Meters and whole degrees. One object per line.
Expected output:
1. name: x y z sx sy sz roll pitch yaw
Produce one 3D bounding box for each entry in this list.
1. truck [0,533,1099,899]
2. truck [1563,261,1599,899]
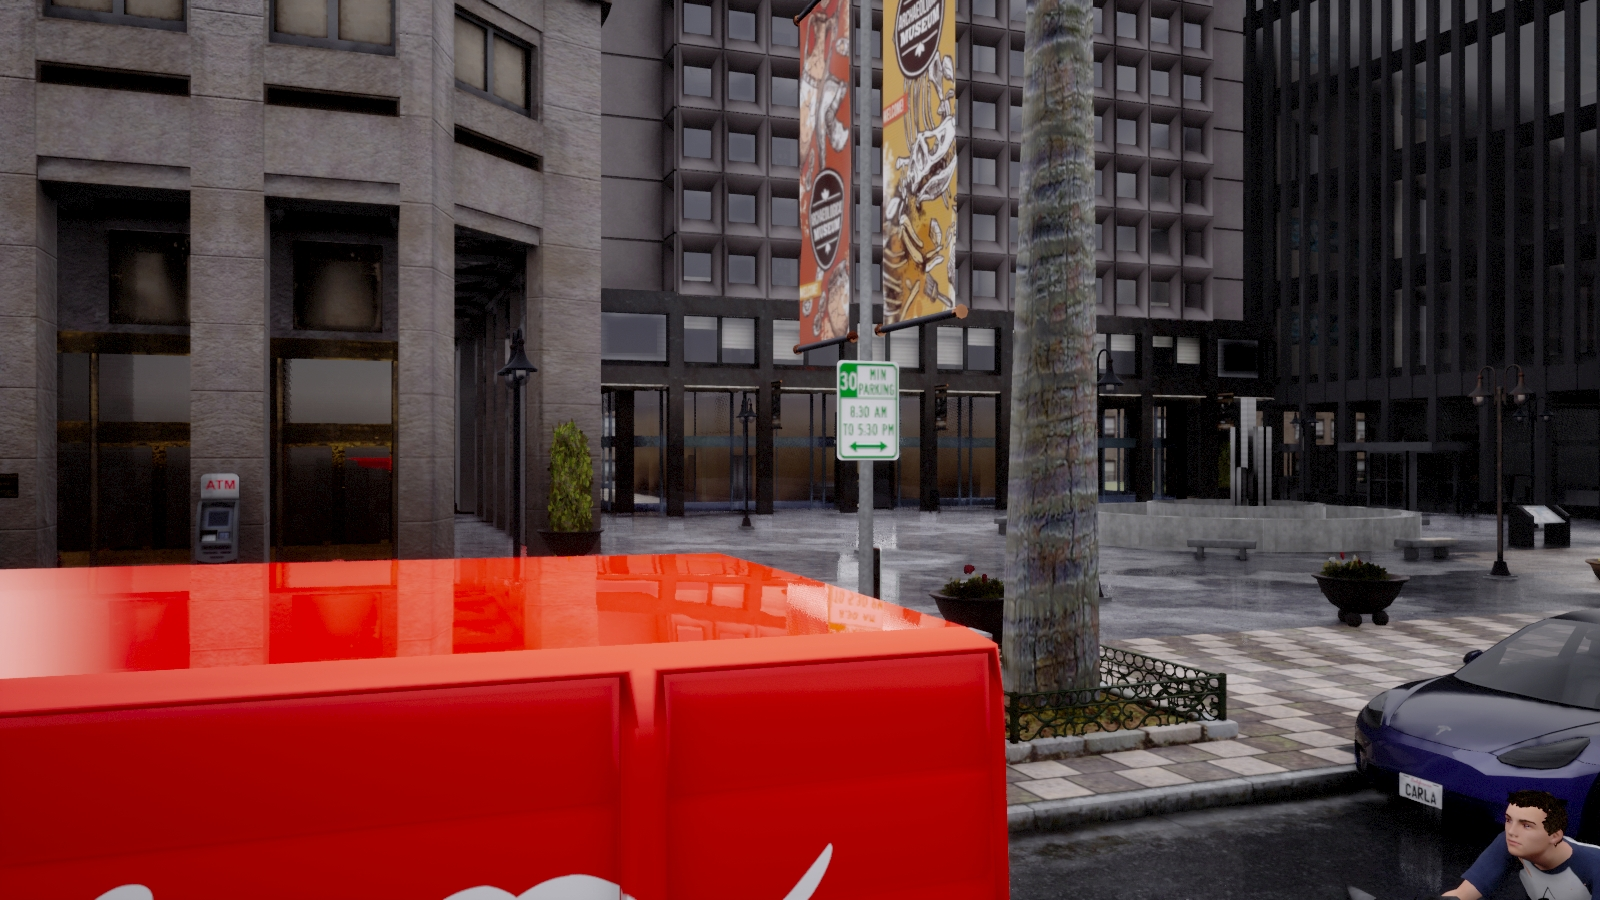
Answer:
1. truck: -2.337 1.568 2.464 5.204 2.467 2.627 0 0 -20
2. truck: 8.736 0.895 6.469 8.468 3.827 2.891 0 0 -20
